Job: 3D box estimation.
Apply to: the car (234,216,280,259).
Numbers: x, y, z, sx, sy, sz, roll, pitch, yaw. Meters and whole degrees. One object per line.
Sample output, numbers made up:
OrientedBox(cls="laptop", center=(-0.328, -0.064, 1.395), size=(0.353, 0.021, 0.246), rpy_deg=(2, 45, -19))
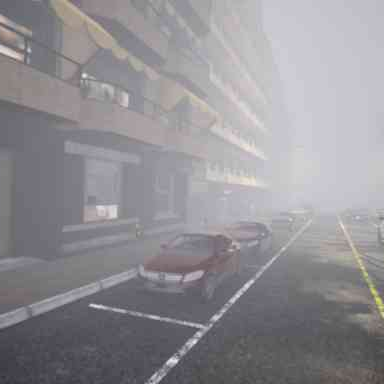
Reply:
OrientedBox(cls="car", center=(2.331, 1.843, 13.837), size=(1.802, 1.307, 4.206), rpy_deg=(1, -1, 23))

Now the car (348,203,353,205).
OrientedBox(cls="car", center=(37.997, 3.719, 77.823), size=(1.967, 1.590, 4.097), rpy_deg=(1, -1, 23))

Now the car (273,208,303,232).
OrientedBox(cls="car", center=(6.630, 2.090, 24.181), size=(2.008, 1.369, 4.403), rpy_deg=(1, -1, 23))

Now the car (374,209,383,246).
OrientedBox(cls="car", center=(10.133, 1.760, 15.394), size=(2.150, 2.045, 5.566), rpy_deg=(2, -1, 23))

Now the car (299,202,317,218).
OrientedBox(cls="car", center=(15.232, 2.410, 44.871), size=(2.192, 1.841, 5.009), rpy_deg=(1, -1, 23))

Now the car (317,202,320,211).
OrientedBox(cls="car", center=(25.973, 3.342, 70.724), size=(2.008, 1.369, 4.403), rpy_deg=(1, -1, 23))

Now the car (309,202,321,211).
OrientedBox(cls="car", center=(28.127, 3.246, 75.900), size=(2.192, 1.841, 5.009), rpy_deg=(1, -1, 23))

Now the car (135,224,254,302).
OrientedBox(cls="car", center=(0.181, 1.705, 8.665), size=(1.802, 1.307, 4.206), rpy_deg=(1, -1, 23))

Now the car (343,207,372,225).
OrientedBox(cls="car", center=(17.234, 2.589, 34.799), size=(1.994, 1.385, 4.181), rpy_deg=(2, -1, 23))

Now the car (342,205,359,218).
OrientedBox(cls="car", center=(21.063, 2.838, 44.059), size=(1.994, 1.385, 4.181), rpy_deg=(2, -1, 23))

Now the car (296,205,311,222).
OrientedBox(cls="car", center=(10.928, 2.367, 34.524), size=(2.008, 1.369, 4.403), rpy_deg=(1, -1, 23))
